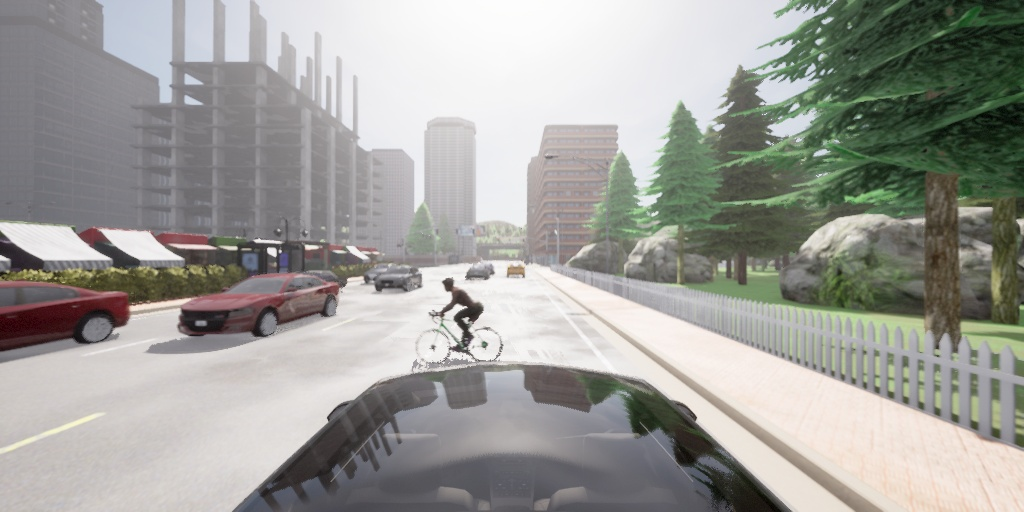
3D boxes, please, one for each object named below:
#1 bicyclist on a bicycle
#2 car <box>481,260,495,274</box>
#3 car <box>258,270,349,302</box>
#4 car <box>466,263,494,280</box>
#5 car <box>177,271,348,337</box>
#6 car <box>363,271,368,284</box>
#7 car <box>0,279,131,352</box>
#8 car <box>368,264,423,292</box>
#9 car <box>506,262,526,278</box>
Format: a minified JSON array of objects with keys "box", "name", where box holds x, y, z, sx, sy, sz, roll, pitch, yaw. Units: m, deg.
[{"box":[-1.010,1.228,6.714,1.656,1.620,0.582,-2,0,1],"name":"bicyclist on a bicycle"},{"box":[-3.032,1.489,42.367,1.812,1.442,4.674,0,0,2],"name":"car"},{"box":[-10.450,1.436,18.504,1.895,1.301,4.718,0,0,1],"name":"car"},{"box":[-3.118,1.481,33.667,1.994,1.385,4.181,0,0,1],"name":"car"},{"box":[-7.025,1.272,10.619,1.882,1.535,5.008,0,0,0],"name":"car"},{"box":[-10.318,1.382,29.061,2.128,1.511,4.902,0,0,1],"name":"car"},{"box":[-10.565,1.251,6.891,1.882,1.535,5.008,0,0,1],"name":"car"},{"box":[-6.905,1.362,22.334,1.837,1.490,4.892,0,-1,1],"name":"car"},{"box":[0.410,1.417,37.664,1.882,1.535,5.008,0,0,0],"name":"car"}]
